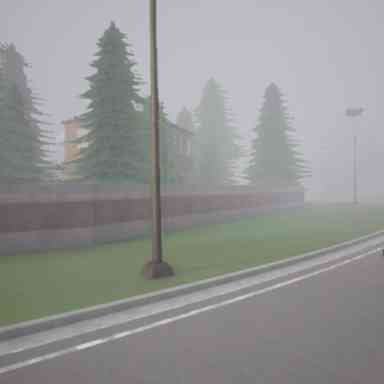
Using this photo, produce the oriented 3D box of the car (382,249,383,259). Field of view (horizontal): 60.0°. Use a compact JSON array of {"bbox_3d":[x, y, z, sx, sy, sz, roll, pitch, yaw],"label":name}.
[{"bbox_3d":[7.489,1.377,10.188,2.033,1.411,5.357,-1,0,45],"label":"car"}]
